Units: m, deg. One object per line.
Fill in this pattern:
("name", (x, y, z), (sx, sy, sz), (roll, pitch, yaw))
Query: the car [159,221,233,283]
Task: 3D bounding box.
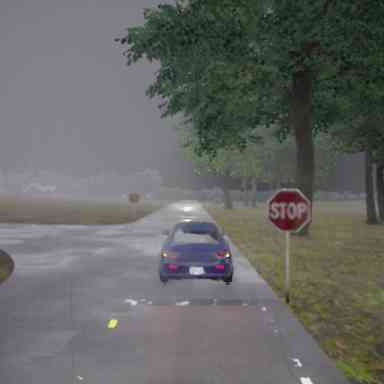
("car", (0.104, 1.582, 9.696), (1.812, 1.442, 4.674), (0, 0, 0))
